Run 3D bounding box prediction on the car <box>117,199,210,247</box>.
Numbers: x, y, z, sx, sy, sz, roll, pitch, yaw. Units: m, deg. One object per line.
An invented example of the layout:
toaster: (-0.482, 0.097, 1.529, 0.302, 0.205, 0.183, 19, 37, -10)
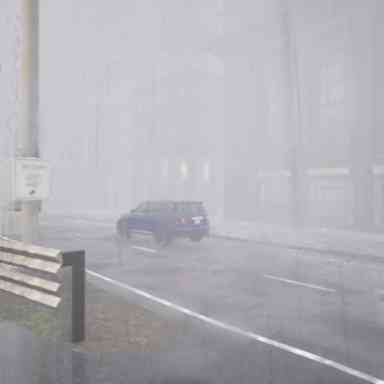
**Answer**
car: (-1.553, 1.377, 16.292, 2.150, 2.045, 5.566, 0, 0, -42)
